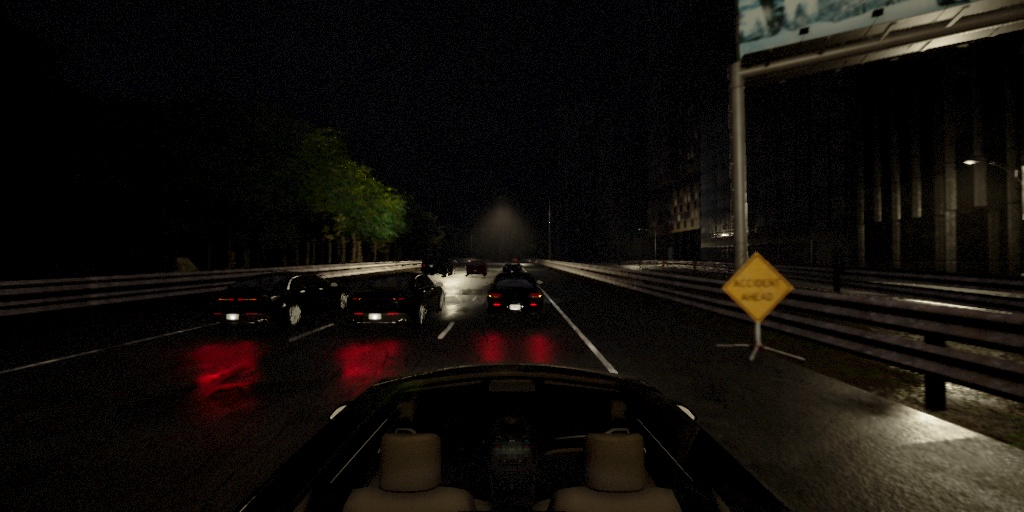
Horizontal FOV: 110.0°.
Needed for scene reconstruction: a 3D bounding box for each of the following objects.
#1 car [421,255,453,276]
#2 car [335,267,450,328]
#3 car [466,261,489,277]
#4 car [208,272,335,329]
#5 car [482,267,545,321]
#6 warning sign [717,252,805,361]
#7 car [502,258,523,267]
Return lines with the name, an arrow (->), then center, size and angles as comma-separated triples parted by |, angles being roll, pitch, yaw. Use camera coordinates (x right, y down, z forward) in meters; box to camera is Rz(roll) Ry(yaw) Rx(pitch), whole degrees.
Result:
car -> -6.966, 0.968, 33.731 | 2.150, 2.045, 5.566 | 0, 0, 0
car -> -3.401, 1.252, 11.317 | 1.837, 1.490, 4.892 | 0, 0, 0
car -> -3.445, 1.222, 36.153 | 1.882, 1.535, 5.008 | 0, 0, 0
car -> -6.901, 1.252, 11.280 | 1.837, 1.490, 4.892 | 0, 0, 0
car -> 0.084, 1.272, 12.369 | 1.812, 1.442, 4.674 | 0, 0, 0
warning sign -> 4.549, 0.864, 6.645 | 1.300, 1.860, 1.060 | 0, 0, 0
car -> 0.050, 1.237, 35.434 | 2.128, 1.511, 4.902 | 0, 0, 0
